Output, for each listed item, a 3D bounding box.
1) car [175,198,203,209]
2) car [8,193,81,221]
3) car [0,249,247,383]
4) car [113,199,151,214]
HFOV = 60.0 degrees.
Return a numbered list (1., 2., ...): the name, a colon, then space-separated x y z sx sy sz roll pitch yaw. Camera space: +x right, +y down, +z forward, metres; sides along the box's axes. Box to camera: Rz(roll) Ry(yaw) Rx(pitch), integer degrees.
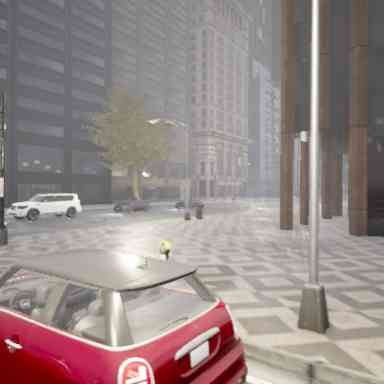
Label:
1. car: -0.392 1.438 42.884 1.994 1.385 4.181 0 0 36
2. car: -11.716 1.136 26.948 2.150 2.045 5.566 0 0 35
3. car: -1.512 1.435 4.036 4.097 1.590 1.967 0 0 35
4. car: -6.210 1.458 34.704 1.994 1.385 4.181 0 0 35
